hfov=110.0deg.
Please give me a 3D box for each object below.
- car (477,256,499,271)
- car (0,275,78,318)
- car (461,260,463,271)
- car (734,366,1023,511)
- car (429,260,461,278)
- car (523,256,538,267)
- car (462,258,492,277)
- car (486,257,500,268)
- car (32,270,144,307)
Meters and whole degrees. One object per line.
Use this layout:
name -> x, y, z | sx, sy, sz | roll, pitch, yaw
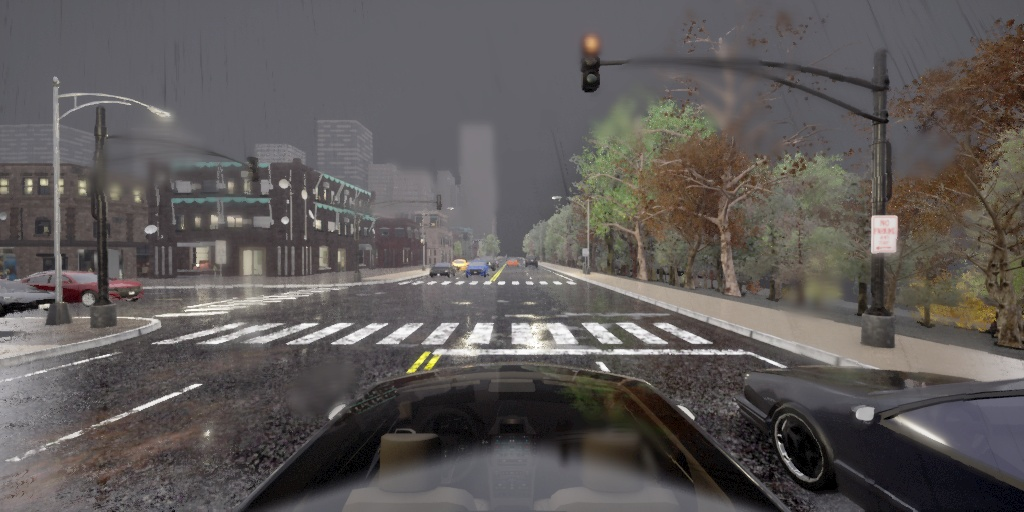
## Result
car -> -3.287, 0.955, 47.834 | 2.150, 2.045, 5.566 | 0, 0, 0
car -> -19.932, 1.565, 13.632 | 4.313, 1.339, 1.948 | 0, 0, 0
car -> -6.543, 1.213, 44.760 | 1.882, 1.535, 5.008 | 0, 0, 0
car -> 3.350, 1.297, 1.454 | 2.033, 1.411, 5.357 | 0, 0, 0
car -> -6.557, 1.287, 34.684 | 2.033, 1.411, 5.357 | 0, 0, 0
car -> 3.432, 0.947, 64.201 | 2.150, 2.045, 5.566 | 0, 0, 0
car -> -3.306, 1.217, 34.942 | 1.882, 1.535, 5.008 | 0, 0, 0
car -> -3.239, 1.080, 60.879 | 2.097, 1.767, 4.553 | 0, 0, 0
car -> -19.821, 1.448, 16.337 | 5.008, 1.535, 1.882 | -1, 1, 0
